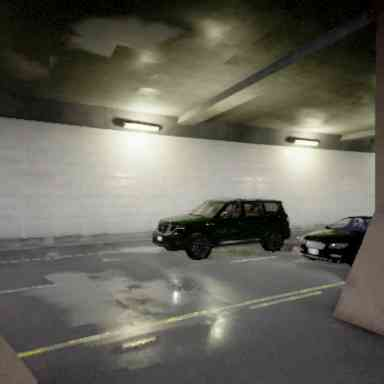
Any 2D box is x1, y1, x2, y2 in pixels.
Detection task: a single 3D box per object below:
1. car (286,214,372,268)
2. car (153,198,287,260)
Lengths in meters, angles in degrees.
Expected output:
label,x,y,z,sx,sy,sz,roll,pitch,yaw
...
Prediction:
label,x,y,z,sx,sy,sz,roll,pitch,yaw
car,5.883,1.571,11.297,4.902,1.511,2.128,1,0,-27
car,1.303,1.263,12.784,5.566,2.045,2.150,1,0,-30
